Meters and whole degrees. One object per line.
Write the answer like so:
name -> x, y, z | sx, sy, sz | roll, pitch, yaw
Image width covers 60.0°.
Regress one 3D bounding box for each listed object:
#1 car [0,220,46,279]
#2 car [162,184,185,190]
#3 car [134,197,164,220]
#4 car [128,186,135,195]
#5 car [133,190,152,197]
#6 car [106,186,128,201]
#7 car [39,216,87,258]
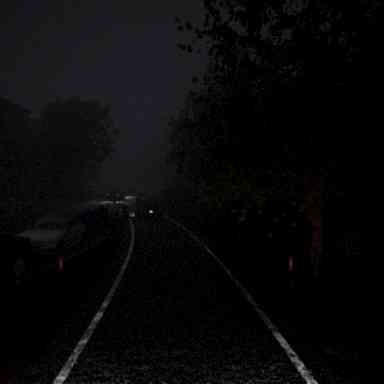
car -> -6.043, 1.736, 8.285 | 2.097, 1.535, 5.008 | -1, -1, 5
car -> -4.916, -1.338, 94.845 | 5.566, 2.045, 2.435 | 0, 1, -26
car -> -3.432, 1.363, 26.071 | 1.994, 1.385, 4.181 | -1, 2, -13
car -> -12.189, -0.372, 64.551 | 2.128, 1.511, 4.902 | 0, 2, -4
car -> -6.209, 0.719, 43.225 | 1.994, 1.385, 4.181 | 0, 2, -5
car -> -11.081, 0.316, 48.188 | 2.097, 1.767, 4.553 | 0, 2, -4
car -> -5.971, 1.819, 14.428 | 2.002, 1.452, 4.674 | 2, 0, 0
